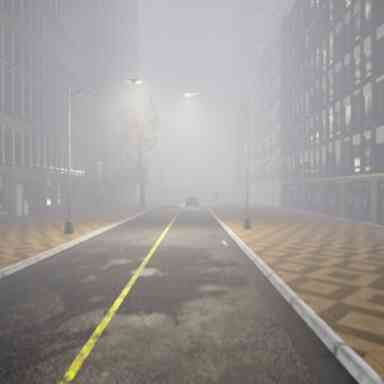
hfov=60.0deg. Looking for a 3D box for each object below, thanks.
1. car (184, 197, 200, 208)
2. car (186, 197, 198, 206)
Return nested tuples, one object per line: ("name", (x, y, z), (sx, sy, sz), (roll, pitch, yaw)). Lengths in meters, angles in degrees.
("car", (0.003, 1.498, 47.249), (1.837, 1.490, 4.892), (0, 0, 0))
("car", (0.004, 1.601, 57.694), (1.895, 1.301, 4.718), (0, 0, 0))
